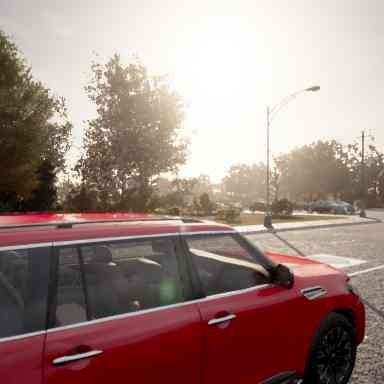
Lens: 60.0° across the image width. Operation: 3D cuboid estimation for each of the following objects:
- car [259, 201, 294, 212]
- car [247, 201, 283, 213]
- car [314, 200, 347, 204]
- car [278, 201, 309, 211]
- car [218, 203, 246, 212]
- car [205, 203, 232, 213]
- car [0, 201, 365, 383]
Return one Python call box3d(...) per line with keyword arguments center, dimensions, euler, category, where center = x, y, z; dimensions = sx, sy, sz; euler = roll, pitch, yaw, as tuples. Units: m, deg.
box3d(center=(11.968, 2.093, 47.337), dimensions=(1.837, 1.490, 4.892), euler=(0, -3, -32), category="car")
box3d(center=(9.663, 2.028, 44.415), dimensions=(1.837, 1.490, 4.892), euler=(0, -3, -32), category="car")
box3d(center=(14.624, 1.708, 36.479), dimensions=(2.128, 1.511, 4.902), euler=(0, -1, -32), category="car")
box3d(center=(16.402, 2.286, 53.807), dimensions=(1.812, 1.442, 4.674), euler=(0, -3, -32), category="car")
box3d(center=(6.649, 2.600, 55.866), dimensions=(1.837, 1.490, 4.892), euler=(0, -3, -32), category="car")
box3d(center=(4.161, 2.542, 53.240), dimensions=(1.837, 1.490, 4.892), euler=(0, -3, -32), category="car")
box3d(center=(-0.466, 1.222, 3.424), dimensions=(5.566, 2.045, 2.150), euler=(0, 0, -37), category="car")
